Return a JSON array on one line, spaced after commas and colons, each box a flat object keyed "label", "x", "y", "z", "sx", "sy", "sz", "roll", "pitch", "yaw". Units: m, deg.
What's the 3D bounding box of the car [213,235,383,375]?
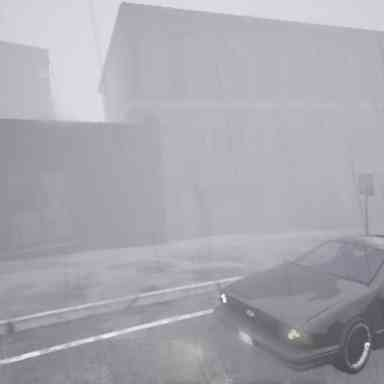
[{"label": "car", "x": 3.035, "y": 1.488, "z": 5.577, "sx": 5.357, "sy": 1.411, "sz": 2.033, "roll": 0, "pitch": 1, "yaw": -28}]
